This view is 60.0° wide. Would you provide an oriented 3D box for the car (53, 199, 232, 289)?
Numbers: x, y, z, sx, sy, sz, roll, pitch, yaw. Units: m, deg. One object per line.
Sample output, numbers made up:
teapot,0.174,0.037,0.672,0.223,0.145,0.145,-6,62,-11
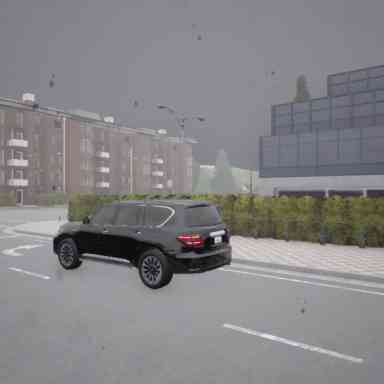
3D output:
car,-1.573,1.221,9.401,5.566,2.045,2.150,0,0,35
